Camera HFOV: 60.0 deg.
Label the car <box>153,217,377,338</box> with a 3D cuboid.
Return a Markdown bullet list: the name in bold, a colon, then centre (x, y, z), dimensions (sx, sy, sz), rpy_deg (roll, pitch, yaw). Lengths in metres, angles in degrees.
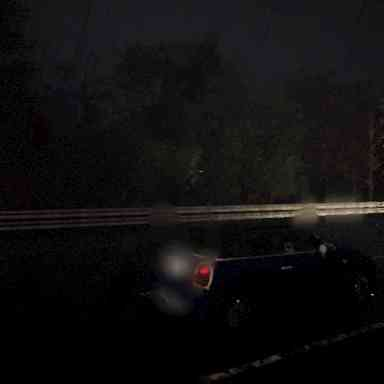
- **car**: centre (1.604, 1.344, 6.751), dimensions (4.553, 1.767, 2.097), rpy_deg (0, 0, -29)
